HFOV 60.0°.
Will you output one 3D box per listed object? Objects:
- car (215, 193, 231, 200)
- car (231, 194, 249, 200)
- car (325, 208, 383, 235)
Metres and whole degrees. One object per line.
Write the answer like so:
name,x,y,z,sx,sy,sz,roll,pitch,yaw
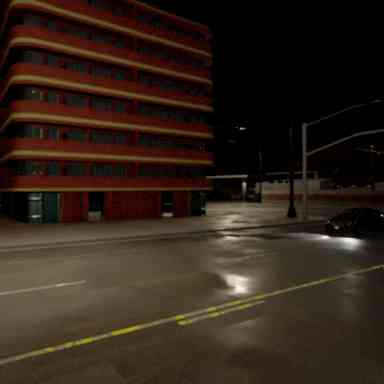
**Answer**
car,8.236,1.149,85.746,4.611,1.667,2.242,-1,0,-35
car,12.210,1.301,81.527,3.806,1.475,1.970,-1,0,-35
car,9.750,1.665,19.426,4.674,1.442,1.812,0,0,-36
